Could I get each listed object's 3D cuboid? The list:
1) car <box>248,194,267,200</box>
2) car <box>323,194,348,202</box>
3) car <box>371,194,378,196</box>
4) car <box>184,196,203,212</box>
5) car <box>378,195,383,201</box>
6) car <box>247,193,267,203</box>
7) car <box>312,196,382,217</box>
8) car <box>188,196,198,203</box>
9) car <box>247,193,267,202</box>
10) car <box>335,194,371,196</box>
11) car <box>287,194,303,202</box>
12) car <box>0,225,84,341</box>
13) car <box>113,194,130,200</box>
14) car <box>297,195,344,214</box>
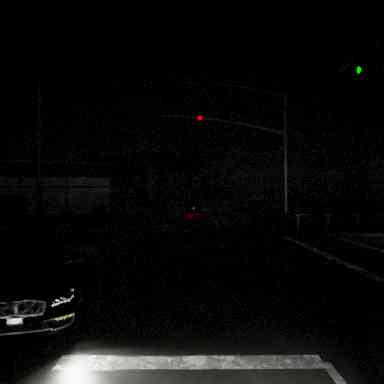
[{"bbox_3d":[18.088,1.334,91.576,4.902,1.511,2.128,0,0,0],"label":"car"},{"bbox_3d":[31.281,1.298,72.669,4.514,1.523,2.007,0,0,0],"label":"car"},{"bbox_3d":[38.344,1.232,69.034,3.806,1.475,1.970,0,0,0],"label":"car"},{"bbox_3d":[0.183,1.505,38.743,1.837,1.490,4.892,0,0,0],"label":"car"},{"bbox_3d":[38.692,1.154,62.617,5.027,1.636,2.152,0,0,0],"label":"car"},{"bbox_3d":[12.817,1.361,65.618,3.806,1.475,1.970,0,0,0],"label":"car"},{"bbox_3d":[13.066,1.340,28.225,4.514,1.523,2.007,0,0,0],"label":"car"},{"bbox_3d":[0.239,1.547,69.640,2.033,1.411,5.357,0,0,0],"label":"car"},{"bbox_3d":[13.416,1.077,68.945,3.866,1.878,1.905,0,0,0],"label":"car"},{"bbox_3d":[20.629,1.320,43.237,3.633,1.501,1.845,0,0,0],"label":"car"},{"bbox_3d":[21.296,1.097,65.689,4.605,1.855,1.932,0,0,0],"label":"car"},{"bbox_3d":[-3.469,1.508,6.696,1.837,1.490,4.892,5,-2,-27],"label":"car"},{"bbox_3d":[-19.447,1.333,91.533,4.674,1.442,1.812,0,0,0],"label":"car"},{"bbox_3d":[13.001,1.330,31.361,5.027,1.636,2.152,0,0,0],"label":"car"}]
